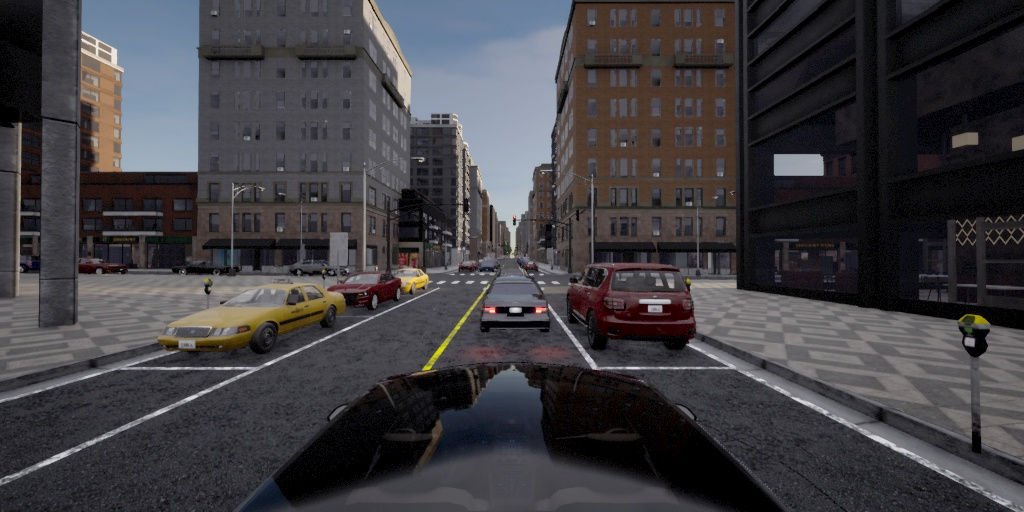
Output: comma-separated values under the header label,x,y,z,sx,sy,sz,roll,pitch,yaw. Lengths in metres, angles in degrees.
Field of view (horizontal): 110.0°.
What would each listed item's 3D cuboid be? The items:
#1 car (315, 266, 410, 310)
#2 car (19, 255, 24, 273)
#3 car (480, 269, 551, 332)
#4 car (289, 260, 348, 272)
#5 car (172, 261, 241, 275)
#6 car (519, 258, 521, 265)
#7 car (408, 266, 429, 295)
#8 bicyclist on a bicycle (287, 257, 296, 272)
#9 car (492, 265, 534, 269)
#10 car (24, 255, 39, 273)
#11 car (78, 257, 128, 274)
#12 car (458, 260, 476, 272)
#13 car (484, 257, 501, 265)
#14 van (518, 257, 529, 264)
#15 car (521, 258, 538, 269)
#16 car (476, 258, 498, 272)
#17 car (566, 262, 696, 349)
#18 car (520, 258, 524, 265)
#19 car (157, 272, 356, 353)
label,x,y,z,sx,sy,sz,roll,pitch,yaw
car,-5.893,1.298,14.673,1.888,1.381,4.507,0,0,0
car,-46.943,0.831,31.592,4.892,1.490,1.837,1,-1,1
car,0.066,1.299,10.795,2.033,1.411,5.357,0,0,0
car,-16.843,1.092,31.449,4.902,1.511,2.128,1,-1,0
car,-26.740,1.112,31.482,4.718,1.301,1.895,1,-1,0
car,2.510,1.346,58.679,1.802,1.307,4.207,0,0,0
car,-5.908,1.279,20.128,1.751,1.417,4.829,0,0,0
bicyclist on a bicycle,-23.112,0.909,37.711,0.582,1.620,1.656,0,0,0
car,0.018,1.355,20.522,1.895,1.301,4.718,0,0,0
car,-47.617,0.705,34.694,4.553,1.767,2.097,1,-1,1
car,-36.835,0.897,31.524,5.008,1.535,1.882,1,-1,0
car,-5.984,1.305,47.317,1.888,1.381,4.507,0,0,0
car,-3.235,1.327,56.613,1.994,1.385,4.181,0,0,0
van,2.495,1.107,64.352,1.690,1.789,3.998,0,0,0
car,2.542,1.342,47.332,1.802,1.307,4.207,0,0,0
car,-3.249,1.308,46.757,2.033,1.411,5.357,0,0,-4
car,2.649,1.066,9.064,2.192,1.841,5.009,0,0,0
car,2.526,1.344,53.005,1.802,1.307,4.207,0,0,0
car,-5.877,1.277,8.879,1.751,1.417,4.829,0,0,0
